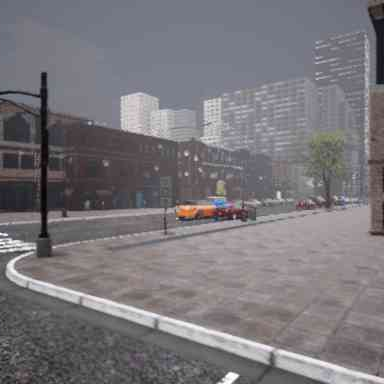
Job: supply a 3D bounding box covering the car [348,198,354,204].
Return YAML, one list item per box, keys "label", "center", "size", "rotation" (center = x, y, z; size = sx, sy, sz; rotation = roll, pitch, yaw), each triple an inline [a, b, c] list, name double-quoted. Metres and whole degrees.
- label: "car"
  center: [32.103, 1.976, 69.876]
  size: [1.802, 1.307, 4.206]
  rotation: [0, -1, 35]

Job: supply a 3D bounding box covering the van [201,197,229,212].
- label: "van"
  center: [3.009, 1.520, 43.044]
  size: [1.690, 1.788, 3.998]
  rotation: [0, 0, 35]

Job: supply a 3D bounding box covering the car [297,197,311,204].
- label: "car"
  center: [25.246, 1.832, 74.694]
  size: [1.967, 1.590, 4.097]
  rotation: [0, -1, 35]

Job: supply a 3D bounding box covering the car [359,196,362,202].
- label: "car"
  center: [38.457, 2.042, 78.920]
  size: [1.802, 1.307, 4.206]
  rotation: [0, -1, 35]

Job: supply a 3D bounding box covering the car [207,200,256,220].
- label: "car"
  center: [3.557, 1.671, 29.154]
  size: [1.887, 1.381, 4.507]
  rotation: [0, 0, 35]

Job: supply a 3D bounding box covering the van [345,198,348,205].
- label: "van"
  center: [28.927, 1.703, 65.357]
  size: [1.690, 1.788, 3.998]
  rotation: [0, -1, 35]

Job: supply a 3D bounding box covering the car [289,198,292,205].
- label: "car"
  center: [18.893, 1.880, 65.652]
  size: [2.008, 1.369, 4.403]
  rotation: [0, -1, 35]

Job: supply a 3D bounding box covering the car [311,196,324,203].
- label: "car"
  center: [31.599, 1.898, 83.738]
  size: [1.967, 1.590, 4.097]
  rotation: [0, -1, 35]

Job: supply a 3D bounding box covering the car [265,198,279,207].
- label: "car"
  center: [12.539, 1.819, 56.608]
  size: [2.008, 1.369, 4.403]
  rotation: [0, -1, 35]

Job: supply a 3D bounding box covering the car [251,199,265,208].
- label: "car"
  center: [9.265, 1.762, 51.947]
  size: [1.752, 1.417, 4.829]
  rotation: [0, -1, 35]

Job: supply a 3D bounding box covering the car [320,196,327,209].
- label: "car"
  center: [19.397, 1.584, 51.793]
  size: [2.192, 1.841, 5.009]
  rotation: [0, -1, 35]

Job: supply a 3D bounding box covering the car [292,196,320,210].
- label: "car"
  center: [16.220, 1.679, 47.270]
  size: [1.967, 1.590, 4.097]
  rotation: [0, -1, 35]

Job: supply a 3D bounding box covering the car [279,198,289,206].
- label: "car"
  center: [15.716, 1.849, 61.129]
  size: [2.008, 1.369, 4.403]
  rotation: [0, -1, 35]

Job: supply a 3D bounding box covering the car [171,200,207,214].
- label: "car"
  center: [-0.265, 1.676, 38.382]
  size: [1.752, 1.417, 4.829]
  rotation: [0, 0, 35]

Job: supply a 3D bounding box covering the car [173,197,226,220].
- label: "car"
  center: [0.783, 1.473, 29.794]
  size: [2.097, 1.767, 4.553]
  rotation: [0, 0, 35]

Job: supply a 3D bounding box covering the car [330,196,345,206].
- label: "car"
  center: [25.750, 1.646, 60.836]
  size: [2.192, 1.841, 5.009]
  rotation: [0, -1, 35]

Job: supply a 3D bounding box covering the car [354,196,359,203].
- label: "car"
  center: [35.378, 1.953, 74.538]
  size: [1.752, 1.417, 4.829]
  rotation: [0, -1, 35]
